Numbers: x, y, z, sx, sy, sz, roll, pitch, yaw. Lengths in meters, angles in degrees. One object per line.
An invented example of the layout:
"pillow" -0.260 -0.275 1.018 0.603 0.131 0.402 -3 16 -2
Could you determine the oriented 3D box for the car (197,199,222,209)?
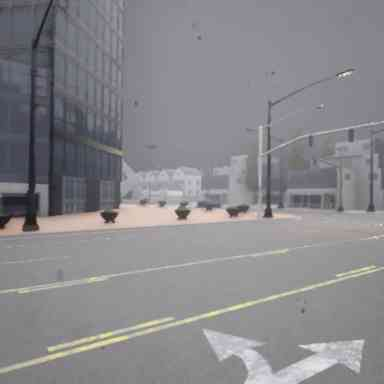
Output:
"car" 2.504 1.775 48.995 1.994 1.385 4.181 1 -1 -35
